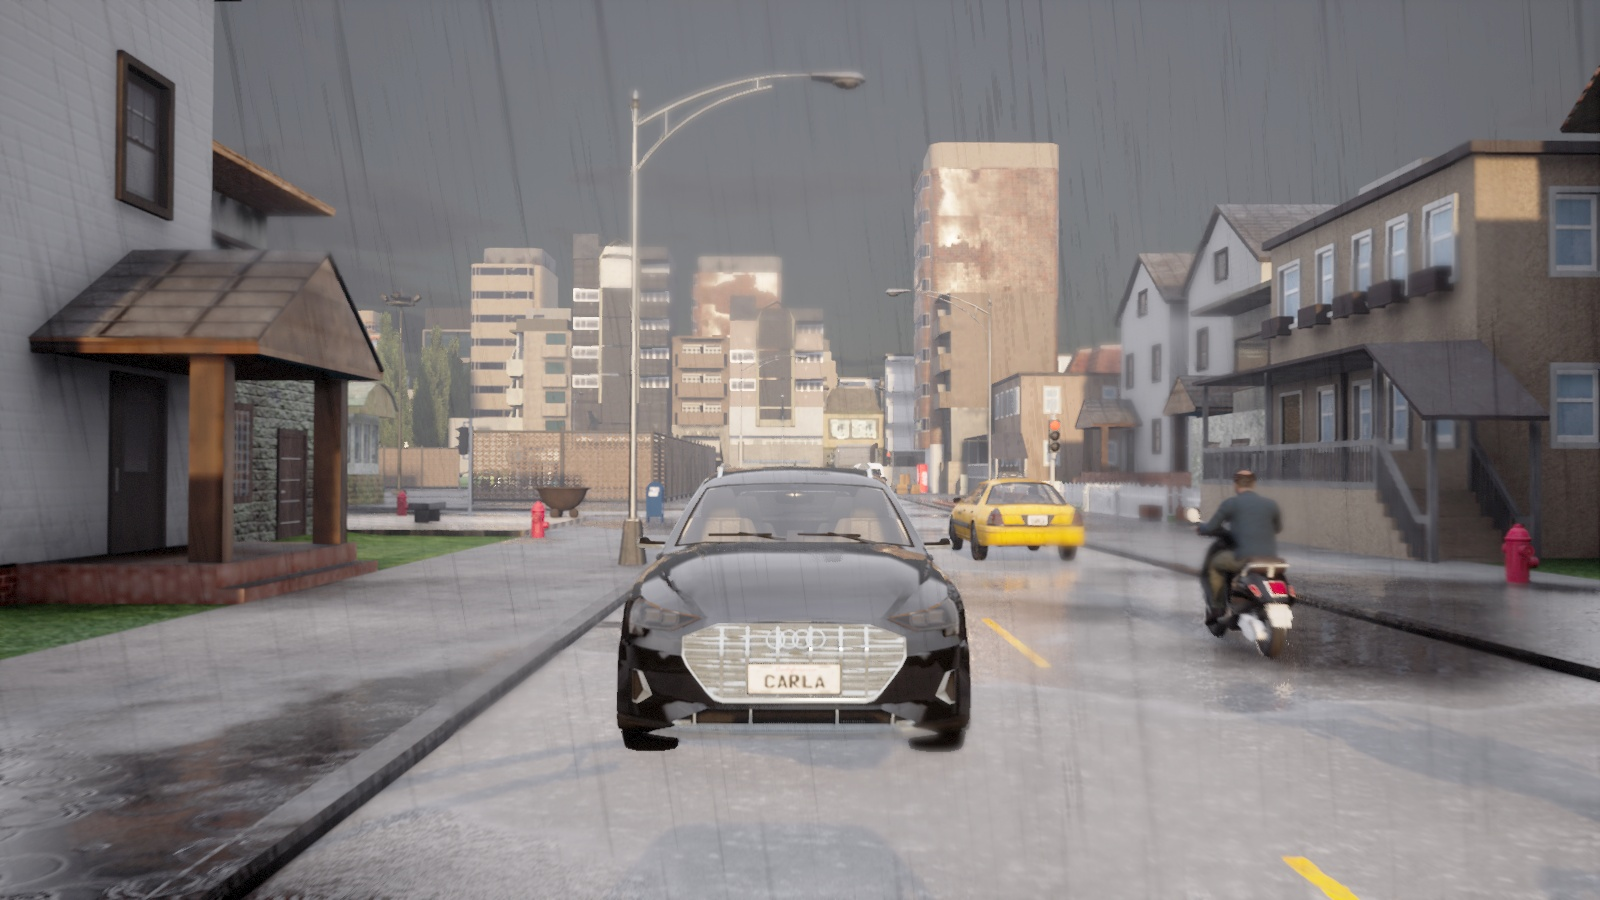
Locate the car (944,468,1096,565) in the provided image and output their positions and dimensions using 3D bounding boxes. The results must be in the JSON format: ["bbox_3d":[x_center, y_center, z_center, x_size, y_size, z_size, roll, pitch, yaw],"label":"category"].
[{"bbox_3d":[3.935,1.140,23.376,1.801,1.575,5.366,0,-1,-1],"label":"car"}]

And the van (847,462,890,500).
[{"bbox_3d":[3.794,1.732,70.393,2.069,2.038,4.480,0,-1,-1],"label":"van"}]

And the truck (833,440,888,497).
[{"bbox_3d":[3.775,1.197,80.307,2.891,3.462,7.936,0,-1,-2],"label":"truck"}]

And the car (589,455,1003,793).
[{"bbox_3d":[-0.029,0.893,8.605,2.033,1.649,4.856,0,-1,0],"label":"car"}]

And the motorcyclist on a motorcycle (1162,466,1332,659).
[{"bbox_3d":[3.968,0.947,11.324,0.866,1.590,1.817,0,-1,0],"label":"motorcyclist on a motorcycle"}]
